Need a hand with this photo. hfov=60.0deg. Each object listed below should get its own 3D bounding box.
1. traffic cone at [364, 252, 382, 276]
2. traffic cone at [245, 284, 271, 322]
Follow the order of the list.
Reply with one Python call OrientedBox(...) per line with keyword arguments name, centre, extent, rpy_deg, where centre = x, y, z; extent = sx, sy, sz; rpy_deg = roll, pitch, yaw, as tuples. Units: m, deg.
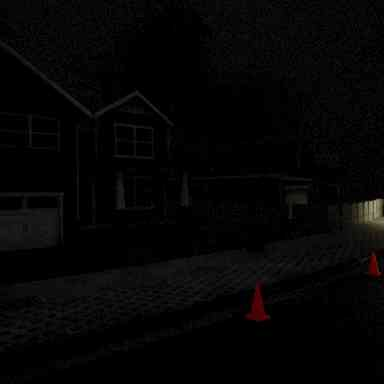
OrientedBox(name="traffic cone", centre=(4.943, 1.937, 9.066), extent=(0.340, 0.580, 0.340), rpy_deg=(0, 0, -41))
OrientedBox(name="traffic cone", centre=(1.176, 1.950, 5.958), extent=(0.340, 0.580, 0.340), rpy_deg=(0, 0, -38))
